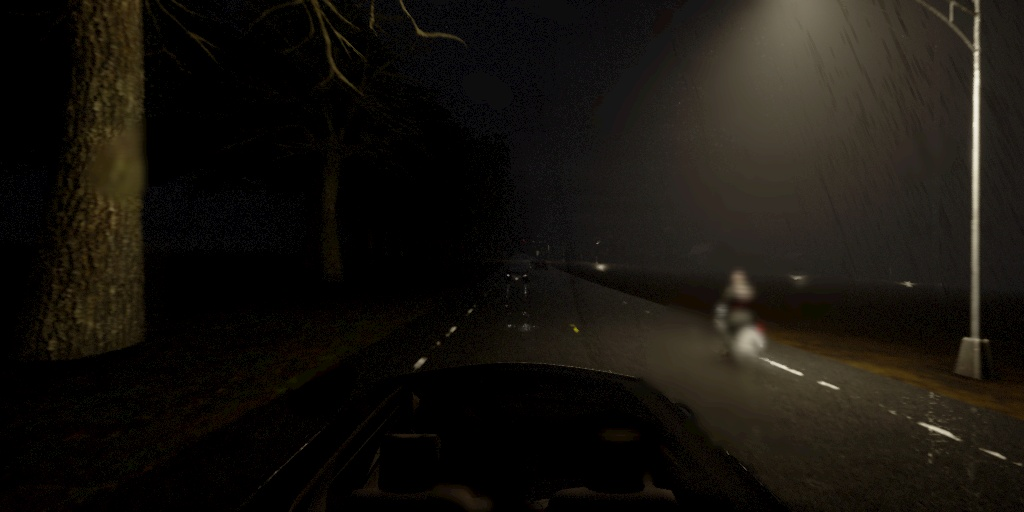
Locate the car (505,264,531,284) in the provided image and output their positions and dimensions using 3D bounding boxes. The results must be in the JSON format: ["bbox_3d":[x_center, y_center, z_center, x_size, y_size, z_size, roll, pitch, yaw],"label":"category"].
[{"bbox_3d":[0.424,1.545,30.957,1.812,1.442,4.674,1,0,1],"label":"car"}]

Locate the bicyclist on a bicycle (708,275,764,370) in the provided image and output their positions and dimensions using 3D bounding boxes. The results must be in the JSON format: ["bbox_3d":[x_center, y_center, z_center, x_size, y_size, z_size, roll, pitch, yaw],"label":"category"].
[{"bbox_3d":[4.508,1.273,7.343,0.659,1.776,1.843,1,0,1],"label":"bicyclist on a bicycle"}]

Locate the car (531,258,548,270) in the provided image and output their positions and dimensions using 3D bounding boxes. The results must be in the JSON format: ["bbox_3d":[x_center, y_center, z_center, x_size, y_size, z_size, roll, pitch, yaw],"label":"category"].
[{"bbox_3d":[4.696,1.370,59.047,2.097,1.767,4.553,1,1,1],"label":"car"}]
